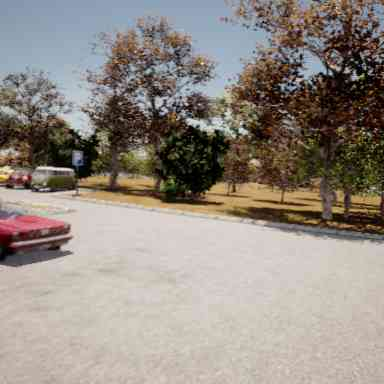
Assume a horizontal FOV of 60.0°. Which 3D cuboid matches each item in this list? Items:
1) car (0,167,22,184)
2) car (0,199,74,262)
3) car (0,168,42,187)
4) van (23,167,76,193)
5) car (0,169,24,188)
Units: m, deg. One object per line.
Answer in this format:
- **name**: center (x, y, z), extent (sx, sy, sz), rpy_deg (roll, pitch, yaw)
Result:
- **car**: center (-19.287, -1.604, 32.411), extent (1.946, 1.575, 5.366), rpy_deg (5, 3, 11)
- **car**: center (-5.569, 0.891, 9.298), extent (4.718, 1.301, 1.895), rpy_deg (5, 4, 28)
- **car**: center (-16.684, -1.361, 31.272), extent (1.946, 1.575, 5.366), rpy_deg (4, 3, 11)
- **van**: center (-11.618, -1.053, 28.003), extent (1.878, 1.987, 4.442), rpy_deg (5, 3, 10)
- **car**: center (-14.171, -1.215, 29.562), extent (2.185, 1.767, 4.553), rpy_deg (4, 3, 10)
